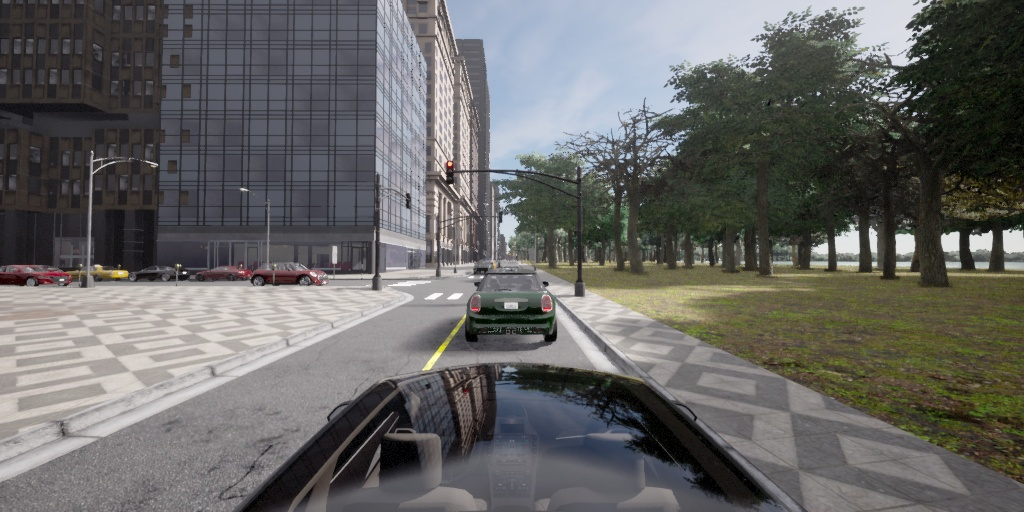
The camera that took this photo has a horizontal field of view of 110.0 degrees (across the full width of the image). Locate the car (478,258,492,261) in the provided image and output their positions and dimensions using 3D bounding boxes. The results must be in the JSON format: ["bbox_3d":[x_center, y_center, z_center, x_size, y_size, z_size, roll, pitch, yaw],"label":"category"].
[{"bbox_3d":[-3.218,1.180,41.241,2.097,1.767,4.553,0,0,0],"label":"car"}]

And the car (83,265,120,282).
[{"bbox_3d":[-35.719,1.443,30.601,4.829,1.417,1.751,0,0,0],"label":"car"}]

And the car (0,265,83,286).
[{"bbox_3d":[-30.030,1.234,22.103,4.507,1.381,1.888,0,0,0],"label":"car"}]

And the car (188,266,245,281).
[{"bbox_3d":[-24.575,1.493,30.649,4.207,1.307,1.802,0,0,0],"label":"car"}]

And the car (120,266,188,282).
[{"bbox_3d":[-30.061,1.480,30.626,4.313,1.339,1.948,0,0,0],"label":"car"}]

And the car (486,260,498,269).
[{"bbox_3d":[-3.245,1.427,59.427,1.812,1.442,4.674,0,0,0],"label":"car"}]

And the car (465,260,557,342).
[{"bbox_3d":[-0.010,1.108,9.968,2.097,1.767,4.553,0,0,0],"label":"car"}]

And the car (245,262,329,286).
[{"bbox_3d":[-13.599,1.119,22.174,4.097,1.591,1.967,0,0,-1],"label":"car"}]
